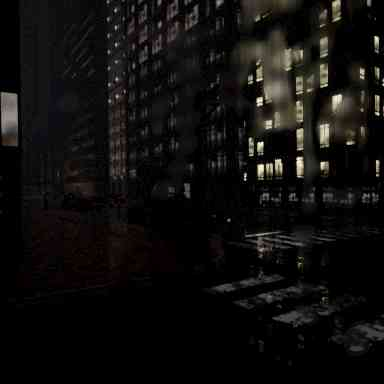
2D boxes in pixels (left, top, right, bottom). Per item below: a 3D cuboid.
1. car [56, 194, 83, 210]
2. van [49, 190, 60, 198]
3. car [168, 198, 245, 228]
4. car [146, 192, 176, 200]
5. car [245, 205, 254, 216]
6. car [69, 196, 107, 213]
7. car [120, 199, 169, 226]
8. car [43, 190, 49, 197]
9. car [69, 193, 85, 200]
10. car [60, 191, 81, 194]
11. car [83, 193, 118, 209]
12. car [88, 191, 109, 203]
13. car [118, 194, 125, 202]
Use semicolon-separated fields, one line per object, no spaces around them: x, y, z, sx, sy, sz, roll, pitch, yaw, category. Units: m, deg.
-13.717;1.289;38.065;2.008;1.369;4.403;-1;1;-35;car
-32.451;0.531;80.010;1.690;1.788;3.998;-1;1;-35;van
0.781;1.376;21.576;2.128;1.511;4.902;-1;1;-35;car
-3.640;0.963;38.206;2.192;1.841;5.009;-1;1;-35;car
3.110;1.279;28.349;1.752;1.417;4.829;-1;1;-35;car
-10.515;1.354;33.420;1.947;1.339;4.313;-1;1;-35;car
-2.886;1.455;22.399;2.008;1.369;4.403;-1;1;-35;car
-35.652;0.689;84.658;2.008;1.369;4.403;-1;1;-35;car
-22.847;0.890;66.078;1.887;1.381;4.507;-1;1;-35;car
-21.678;0.946;59.789;1.837;1.490;4.892;-1;1;-34;car
-10.586;1.215;38.088;1.837;1.490;4.892;-1;1;-34;car
-15.939;0.796;56.782;2.097;1.767;4.553;-1;1;-35;car
-11.956;1.009;51.064;1.837;1.490;4.892;-1;1;-35;car
